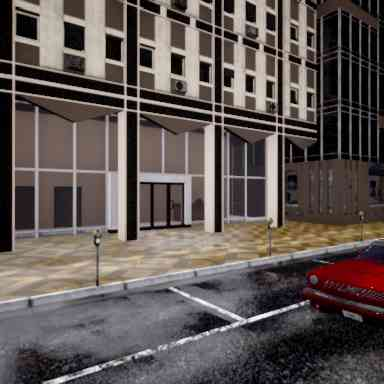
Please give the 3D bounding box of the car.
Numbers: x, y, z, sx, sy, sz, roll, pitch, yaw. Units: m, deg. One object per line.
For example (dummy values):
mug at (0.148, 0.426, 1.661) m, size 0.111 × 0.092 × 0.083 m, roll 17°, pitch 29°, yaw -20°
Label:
car at (4.271, 1.601, 6.425) m, size 4.718 × 1.301 × 1.895 m, roll 0°, pitch 0°, yaw -36°
